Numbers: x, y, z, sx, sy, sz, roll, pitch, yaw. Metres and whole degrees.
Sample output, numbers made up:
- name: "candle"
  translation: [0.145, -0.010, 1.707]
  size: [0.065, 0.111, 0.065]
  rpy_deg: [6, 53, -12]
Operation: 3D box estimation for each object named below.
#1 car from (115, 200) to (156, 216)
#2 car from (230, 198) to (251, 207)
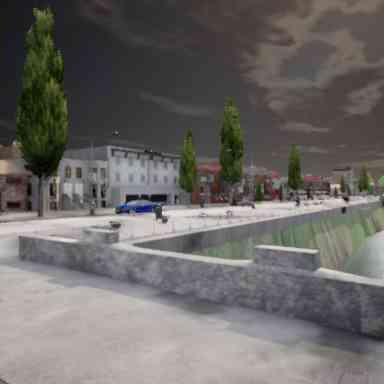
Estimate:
- name: "car"
  translation: [-5.704, 1.567, 34.356]
  size: [1.882, 1.535, 5.008]
  rpy_deg: [0, 0, 35]
- name: "car"
  translation: [7.706, 1.653, 53.037]
  size: [1.994, 1.385, 4.181]
  rpy_deg: [0, 0, 36]
